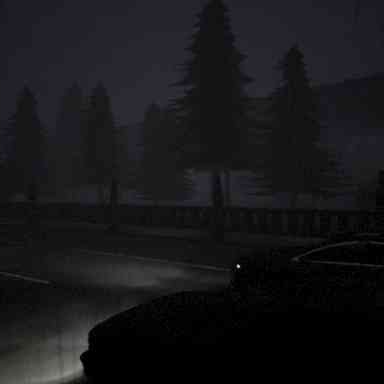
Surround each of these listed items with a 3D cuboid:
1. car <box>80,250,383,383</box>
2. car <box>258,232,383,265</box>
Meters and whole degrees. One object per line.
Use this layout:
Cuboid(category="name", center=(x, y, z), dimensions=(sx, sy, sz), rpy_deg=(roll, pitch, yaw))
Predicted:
Cuboid(category="car", center=(1.398, 1.537, 2.894), dimensions=(5.357, 1.411, 2.033), rpy_deg=(0, 0, 34))
Cuboid(category="car", center=(3.035, 1.472, 5.941), dimensions=(4.902, 1.511, 2.128), rpy_deg=(0, 0, 35))
